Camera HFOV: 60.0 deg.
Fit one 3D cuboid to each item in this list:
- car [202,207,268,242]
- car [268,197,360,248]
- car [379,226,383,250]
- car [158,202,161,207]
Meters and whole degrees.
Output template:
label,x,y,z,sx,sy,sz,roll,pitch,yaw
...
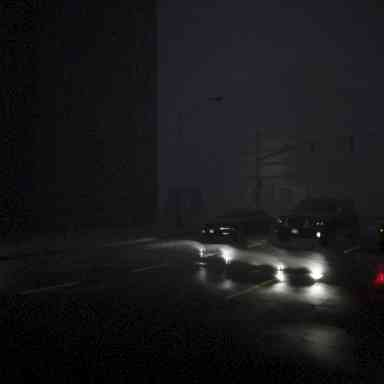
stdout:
label,x,y,z,sx,sy,sz,roll,pitch,yaw
car,2.536,1.568,16.929,1.837,1.490,4.892,-1,-1,43
car,6.053,1.261,15.577,2.150,2.045,5.566,-1,-1,43
car,8.908,1.539,13.316,1.812,1.442,4.674,-1,-1,43
car,-7.600,1.946,57.765,4.718,1.301,1.895,-1,0,42
